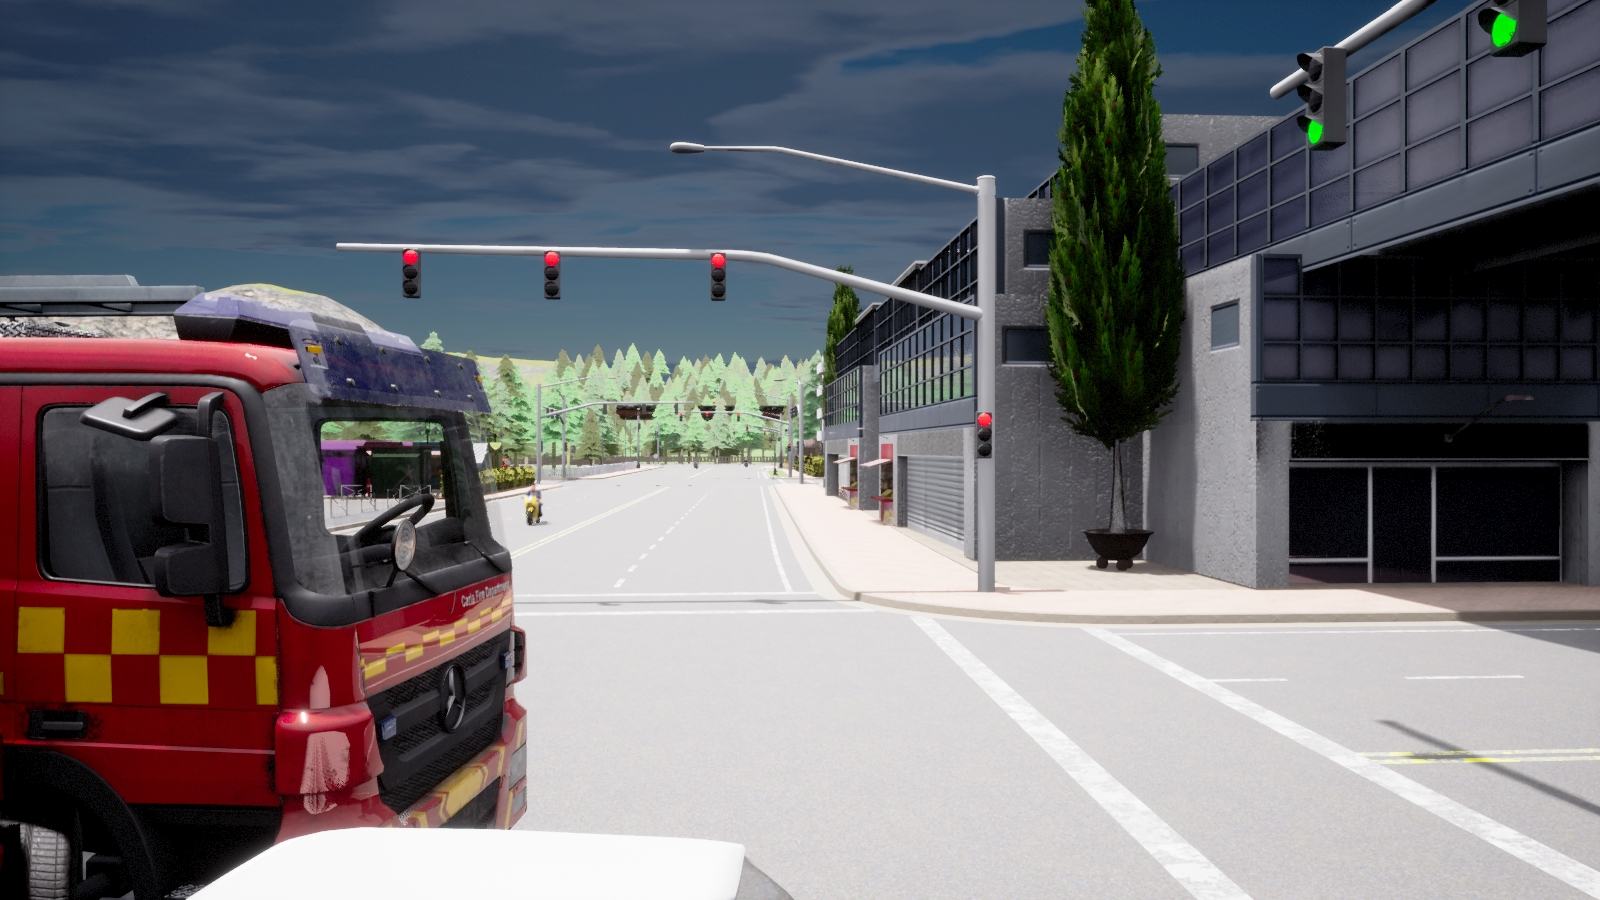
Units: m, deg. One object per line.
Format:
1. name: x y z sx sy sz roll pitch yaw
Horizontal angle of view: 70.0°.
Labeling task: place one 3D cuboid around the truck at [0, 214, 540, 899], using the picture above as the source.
1. truck: -6.102 0.890 6.659 8.468 3.827 2.891 0 0 4

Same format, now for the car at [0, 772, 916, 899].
1. car: -1.549 2.065 3.579 3.806 1.475 1.970 0 0 5

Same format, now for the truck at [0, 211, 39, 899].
1. truck: -7.587 0.890 3.490 8.468 3.827 2.891 0 0 -3
